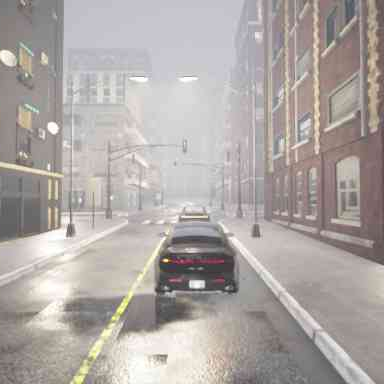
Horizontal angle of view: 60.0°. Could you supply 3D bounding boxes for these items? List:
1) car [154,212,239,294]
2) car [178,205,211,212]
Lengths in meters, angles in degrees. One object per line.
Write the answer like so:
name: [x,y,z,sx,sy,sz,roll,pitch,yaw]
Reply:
car: [0.109,1.530,8.855,1.837,1.490,4.892,0,0,0]
car: [0.154,1.552,20.356,2.128,1.511,4.902,0,0,1]
